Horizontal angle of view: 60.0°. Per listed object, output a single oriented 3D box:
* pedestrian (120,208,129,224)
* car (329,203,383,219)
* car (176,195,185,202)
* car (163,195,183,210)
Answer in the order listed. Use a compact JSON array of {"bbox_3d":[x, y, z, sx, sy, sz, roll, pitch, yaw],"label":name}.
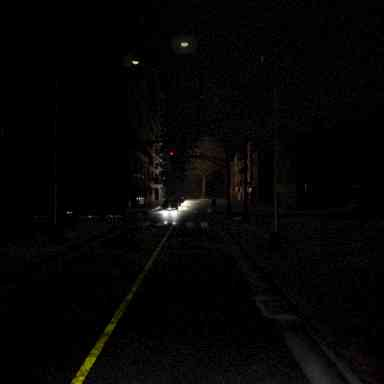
[{"bbox_3d":[-4.403,1.534,21.595,0.500,1.100,0.500,0,0,0],"label":"pedestrian"},{"bbox_3d":[13.999,1.576,27.697,4.829,1.417,1.752,0,-1,0],"label":"car"},{"bbox_3d":[-2.459,1.398,73.667,1.837,1.490,4.892,0,0,0],"label":"car"},{"bbox_3d":[-2.677,1.440,42.649,2.128,1.511,4.902,0,0,0],"label":"car"}]
